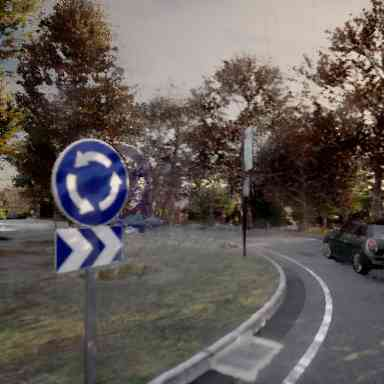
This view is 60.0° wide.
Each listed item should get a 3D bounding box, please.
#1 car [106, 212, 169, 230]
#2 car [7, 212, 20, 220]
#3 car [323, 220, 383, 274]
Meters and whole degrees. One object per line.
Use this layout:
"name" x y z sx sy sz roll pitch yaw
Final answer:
"car" -4.666 2.425 28.346 5.357 1.411 2.033 -1 -2 18
"car" -38.674 5.454 71.967 2.150 2.045 5.566 1 -6 -26
"car" 6.415 1.772 12.083 2.097 1.767 4.553 -1 -2 5
